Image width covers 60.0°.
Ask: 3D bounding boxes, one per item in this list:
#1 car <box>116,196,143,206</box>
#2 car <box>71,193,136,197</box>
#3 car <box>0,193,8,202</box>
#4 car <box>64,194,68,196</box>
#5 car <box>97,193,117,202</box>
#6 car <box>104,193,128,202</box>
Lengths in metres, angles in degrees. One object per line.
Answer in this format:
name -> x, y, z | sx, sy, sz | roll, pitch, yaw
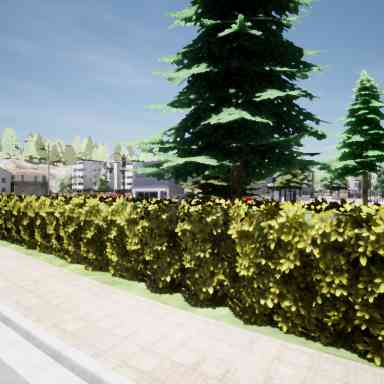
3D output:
car -> -10.055, 1.384, 53.337 | 1.970, 1.475, 3.806 | 0, 0, 44
car -> -8.077, 1.221, 31.062 | 2.150, 2.045, 5.566 | 0, 0, 44
car -> -41.764, 1.097, 70.238 | 1.932, 1.855, 4.605 | 0, 0, 44
car -> -27.320, 1.154, 80.409 | 2.152, 1.636, 5.027 | 0, 0, 44
car -> -18.212, 1.077, 71.423 | 1.905, 1.878, 3.866 | 0, 0, 44
car -> -15.854, 1.097, 69.676 | 1.932, 1.855, 4.605 | 0, 0, 44
